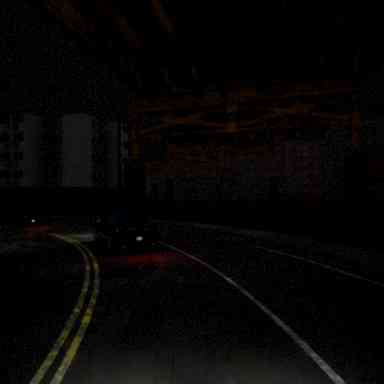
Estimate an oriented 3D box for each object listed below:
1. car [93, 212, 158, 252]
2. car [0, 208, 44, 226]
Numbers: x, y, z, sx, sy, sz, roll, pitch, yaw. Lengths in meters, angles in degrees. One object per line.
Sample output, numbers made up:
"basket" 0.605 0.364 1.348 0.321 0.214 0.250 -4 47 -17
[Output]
"car" -3.095 1.630 14.874 1.882 1.535 5.008 0 0 -26
"car" -13.876 1.896 25.976 4.718 1.301 1.895 0 -1 28
